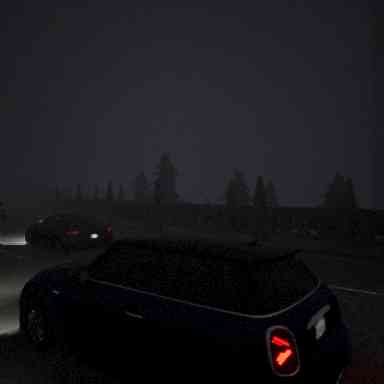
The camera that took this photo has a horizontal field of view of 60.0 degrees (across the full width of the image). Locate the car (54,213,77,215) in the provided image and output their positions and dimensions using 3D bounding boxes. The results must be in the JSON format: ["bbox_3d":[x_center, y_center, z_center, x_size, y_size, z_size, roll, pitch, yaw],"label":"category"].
[{"bbox_3d":[-4.865,1.508,13.047,4.181,1.385,1.994,0,0,44],"label":"car"}]

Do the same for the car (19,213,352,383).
[{"bbox_3d":[-0.419,1.342,4.559,4.553,1.767,2.097,0,0,38],"label":"car"}]

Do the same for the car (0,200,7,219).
[{"bbox_3d":[-16.088,1.217,26.384,2.097,1.767,4.553,0,0,-35],"label":"car"}]
